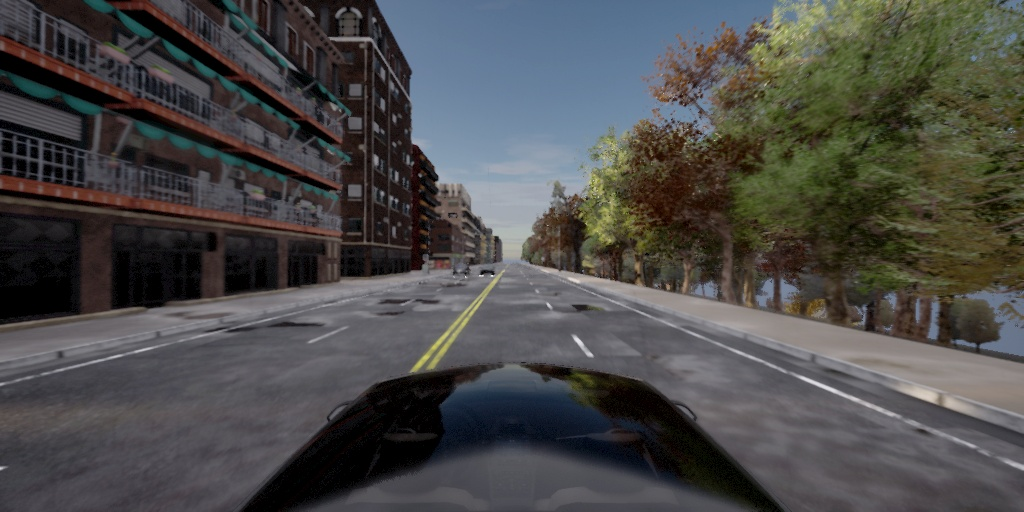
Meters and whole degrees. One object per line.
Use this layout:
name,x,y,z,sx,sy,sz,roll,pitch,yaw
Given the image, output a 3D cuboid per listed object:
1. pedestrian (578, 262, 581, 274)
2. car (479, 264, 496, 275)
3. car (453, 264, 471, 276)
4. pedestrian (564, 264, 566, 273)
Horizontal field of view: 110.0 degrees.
pedestrian,9.995,1.717,53.341,0.375,1.860,0.375,0,-1,0
car,-3.301,1.840,49.246,1.837,1.490,4.892,0,-1,1
car,-6.569,1.800,47.040,2.128,1.511,4.902,0,-1,0
pedestrian,7.995,1.815,53.940,0.375,1.300,0.375,0,-1,0
